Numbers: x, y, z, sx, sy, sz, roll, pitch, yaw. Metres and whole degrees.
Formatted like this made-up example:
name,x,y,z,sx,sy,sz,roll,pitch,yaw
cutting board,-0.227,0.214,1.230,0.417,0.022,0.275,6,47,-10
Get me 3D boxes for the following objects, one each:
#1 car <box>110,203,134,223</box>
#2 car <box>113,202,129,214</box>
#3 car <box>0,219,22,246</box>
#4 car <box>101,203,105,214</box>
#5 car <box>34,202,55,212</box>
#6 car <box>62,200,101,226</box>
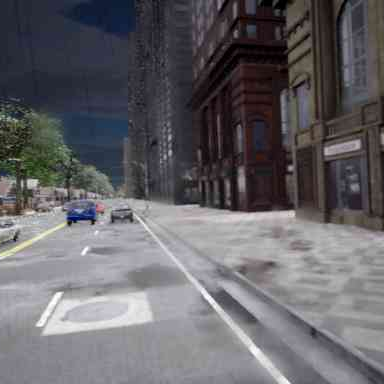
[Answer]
name,x,y,z,sx,sy,sz,roll,pitch,yaw
car,-6.190,1.844,29.446,2.128,1.511,4.902,-2,0,-12
car,-9.553,2.143,44.783,1.895,1.301,4.718,-2,0,-12
car,-10.210,2.086,16.795,1.895,1.301,4.718,-2,0,-12
car,-12.733,2.026,44.078,2.097,1.767,4.553,-2,0,-12
car,-19.444,2.052,43.998,1.882,1.535,5.008,-2,0,-12
car,-9.361,1.709,28.683,2.150,2.045,5.566,-2,0,-12
